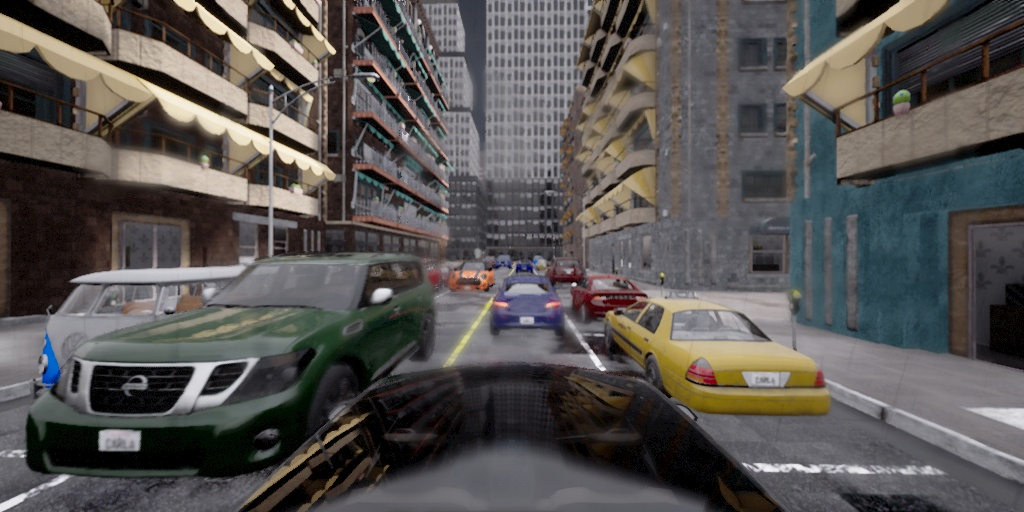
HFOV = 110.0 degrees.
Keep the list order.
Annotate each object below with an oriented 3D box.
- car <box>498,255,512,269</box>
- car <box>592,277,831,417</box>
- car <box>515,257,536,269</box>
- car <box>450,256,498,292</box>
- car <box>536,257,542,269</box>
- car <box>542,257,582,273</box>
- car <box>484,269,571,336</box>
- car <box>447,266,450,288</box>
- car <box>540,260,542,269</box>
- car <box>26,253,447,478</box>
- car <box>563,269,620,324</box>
[{"bbox_3d":[-1.155,0.862,51.574,2.150,2.045,5.566,0,0,2],"label":"car"},{"bbox_3d":[2.763,1.266,6.117,1.751,1.417,4.829,0,0,2],"label":"car"},{"bbox_3d":[1.376,1.140,39.946,1.882,1.535,5.008,0,0,2],"label":"car"},{"bbox_3d":[-2.170,1.056,20.553,2.097,1.767,4.553,0,0,2],"label":"car"},{"bbox_3d":[4.027,1.177,45.578,1.751,1.417,4.829,0,0,2],"label":"car"},{"bbox_3d":[3.299,1.015,22.859,2.192,1.841,5.009,0,0,2],"label":"car"},{"bbox_3d":[0.423,1.255,10.219,1.812,1.442,4.674,0,0,2],"label":"car"},{"bbox_3d":[-4.758,1.024,17.473,2.192,1.841,5.009,0,0,2],"label":"car"},{"bbox_3d":[3.485,1.213,28.666,1.751,1.417,4.829,0,0,2],"label":"car"},{"bbox_3d":[-2.682,0.963,5.301,2.150,2.045,5.566,0,0,2],"label":"car"},{"bbox_3d":[2.938,1.272,11.584,1.888,1.381,4.507,0,0,2],"label":"car"}]
